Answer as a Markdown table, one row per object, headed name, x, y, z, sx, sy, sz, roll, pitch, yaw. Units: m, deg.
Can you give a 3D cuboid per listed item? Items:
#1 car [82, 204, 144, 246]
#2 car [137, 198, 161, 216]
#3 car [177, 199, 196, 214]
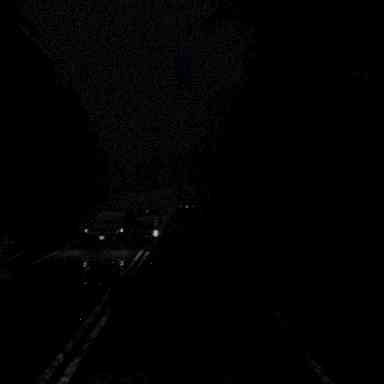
| name | x | y | z | sx | sy | sz | roll | pitch | yaw |
| --- | --- | --- | --- | --- | --- | --- | --- | --- | --- |
| car | -3.548 | 1.496 | 15.262 | 1.812 | 1.442 | 4.674 | 0 | 0 | -1 |
| car | -3.913 | 1.343 | 30.753 | 1.837 | 1.490 | 4.892 | 0 | 2 | -2 |
| car | -0.551 | 1.363 | 33.095 | 2.033 | 1.411 | 5.357 | 0 | 1 | -2 |
